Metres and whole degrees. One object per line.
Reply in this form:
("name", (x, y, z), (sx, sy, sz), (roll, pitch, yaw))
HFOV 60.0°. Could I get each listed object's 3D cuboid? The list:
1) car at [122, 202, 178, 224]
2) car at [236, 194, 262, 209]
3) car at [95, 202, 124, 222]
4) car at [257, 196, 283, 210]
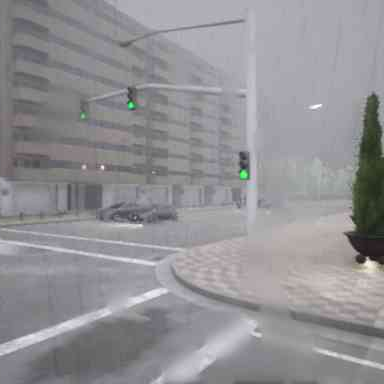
("car", (-2.903, 1.637, 25.375), (1.994, 1.385, 4.181), (-1, 0, 35))
("car", (8.218, 1.320, 46.700), (2.150, 2.045, 5.566), (-1, -1, 36))
("car", (-5.708, 1.605, 27.475), (1.837, 1.490, 4.892), (-1, 0, 35))
("car", (10.319, 1.577, 43.641), (1.837, 1.490, 4.892), (-1, -1, 36))
